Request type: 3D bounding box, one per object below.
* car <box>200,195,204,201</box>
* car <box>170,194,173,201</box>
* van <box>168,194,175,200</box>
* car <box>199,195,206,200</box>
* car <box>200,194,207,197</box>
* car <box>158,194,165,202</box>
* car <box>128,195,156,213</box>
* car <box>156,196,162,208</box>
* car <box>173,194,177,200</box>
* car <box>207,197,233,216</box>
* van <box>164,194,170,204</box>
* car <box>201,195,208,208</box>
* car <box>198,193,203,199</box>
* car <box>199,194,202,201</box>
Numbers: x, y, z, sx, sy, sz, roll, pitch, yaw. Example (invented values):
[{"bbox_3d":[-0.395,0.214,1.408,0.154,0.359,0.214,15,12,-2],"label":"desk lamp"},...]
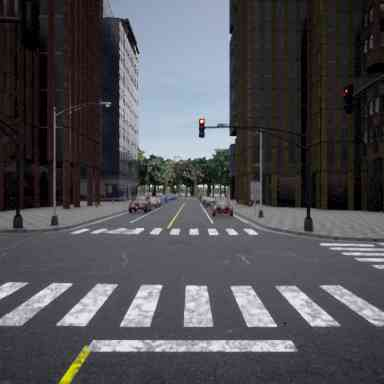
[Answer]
[{"bbox_3d":[2.784,1.548,53.493,1.887,1.381,4.507,0,0,0],"label":"car"},{"bbox_3d":[-5.735,1.561,69.809,2.008,1.369,4.403,0,0,0],"label":"car"},{"bbox_3d":[-5.727,1.363,91.559,1.690,1.788,3.998,0,0,0],"label":"van"},{"bbox_3d":[2.798,1.547,91.725,1.752,1.417,4.829,0,0,0],"label":"car"},{"bbox_3d":[2.786,1.550,58.930,1.887,1.381,4.507,0,0,0],"label":"car"},{"bbox_3d":[-5.742,1.529,53.326,1.752,1.417,4.829,0,0,0],"label":"car"},{"bbox_3d":[-5.748,1.315,37.183,2.192,1.841,5.009,0,0,0],"label":"car"},{"bbox_3d":[-5.744,1.584,48.058,1.802,1.307,4.206,0,0,0],"label":"car"},{"bbox_3d":[-5.729,1.584,86.121,1.947,1.339,4.313,0,0,0],"label":"car"},{"bbox_3d":[2.775,1.440,31.742,1.967,1.590,4.097,0,0,0],"label":"car"},{"bbox_3d":[-5.738,1.349,64.371,1.690,1.788,3.998,0,0,0],"label":"van"},{"bbox_3d":[2.781,1.553,48.055,2.008,1.369,4.403,0,0,0],"label":"car"},{"bbox_3d":[2.792,1.538,75.413,1.752,1.417,4.829,0,0,0],"label":"car"},{"bbox_3d":[2.788,1.533,64.538,1.752,1.417,4.829,0,0,0],"label":"car"}]
